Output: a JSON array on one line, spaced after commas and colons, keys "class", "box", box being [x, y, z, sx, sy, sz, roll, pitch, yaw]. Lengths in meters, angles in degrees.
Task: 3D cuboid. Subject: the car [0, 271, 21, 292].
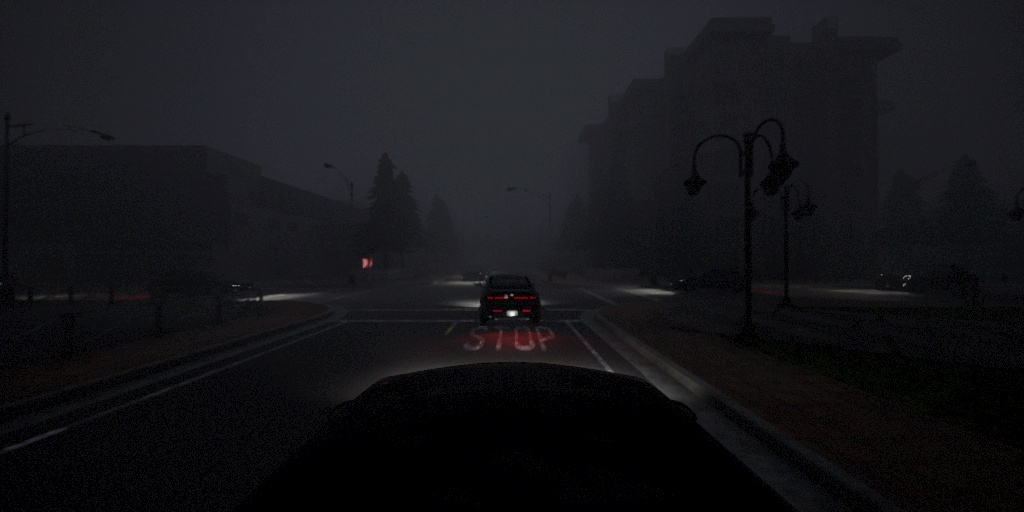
[{"class": "car", "box": [-29.740, 1.122, 18.908, 5.566, 2.045, 2.150, 0, -1, 1]}]

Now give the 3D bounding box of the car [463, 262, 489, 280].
[{"class": "car", "box": [-3.616, 1.551, 35.377, 1.882, 1.535, 5.008, 0, -1, 1]}]

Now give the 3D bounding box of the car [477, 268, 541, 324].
[{"class": "car", "box": [-0.192, 1.359, 12.404, 1.837, 1.490, 4.892, 0, 0, -5]}]

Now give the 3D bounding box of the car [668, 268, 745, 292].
[{"class": "car", "box": [12.182, 1.457, 22.201, 4.674, 1.442, 1.812, 0, -1, 1]}]

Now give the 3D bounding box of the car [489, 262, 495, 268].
[{"class": "car", "box": [-3.609, 1.651, 45.721, 1.882, 1.535, 5.008, 0, -1, 0]}]

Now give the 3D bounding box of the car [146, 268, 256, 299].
[{"class": "car", "box": [-16.154, 1.402, 18.781, 4.892, 1.490, 1.837, 1, -1, 0]}]

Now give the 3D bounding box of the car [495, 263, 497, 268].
[{"class": "car", "box": [-3.527, 1.802, 60.741, 1.882, 1.535, 5.008, 0, -1, 0]}]

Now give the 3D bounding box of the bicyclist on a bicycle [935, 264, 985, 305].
[{"class": "bicyclist on a bicycle", "box": [18.280, 1.159, 14.667, 0.582, 1.620, 1.656, 0, -1, 1]}]

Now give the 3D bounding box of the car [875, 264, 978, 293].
[{"class": "car", "box": [25.366, 1.281, 22.079, 4.553, 1.767, 2.097, 0, -1, 1]}]
